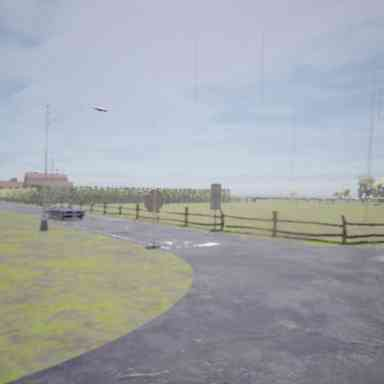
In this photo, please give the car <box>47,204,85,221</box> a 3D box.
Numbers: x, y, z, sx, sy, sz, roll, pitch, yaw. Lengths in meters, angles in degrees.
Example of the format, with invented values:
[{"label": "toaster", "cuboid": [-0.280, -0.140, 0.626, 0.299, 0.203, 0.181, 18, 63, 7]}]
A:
[{"label": "car", "cuboid": [-10.801, 1.691, 28.490, 1.895, 1.301, 4.718, 2, -1, -38]}]
